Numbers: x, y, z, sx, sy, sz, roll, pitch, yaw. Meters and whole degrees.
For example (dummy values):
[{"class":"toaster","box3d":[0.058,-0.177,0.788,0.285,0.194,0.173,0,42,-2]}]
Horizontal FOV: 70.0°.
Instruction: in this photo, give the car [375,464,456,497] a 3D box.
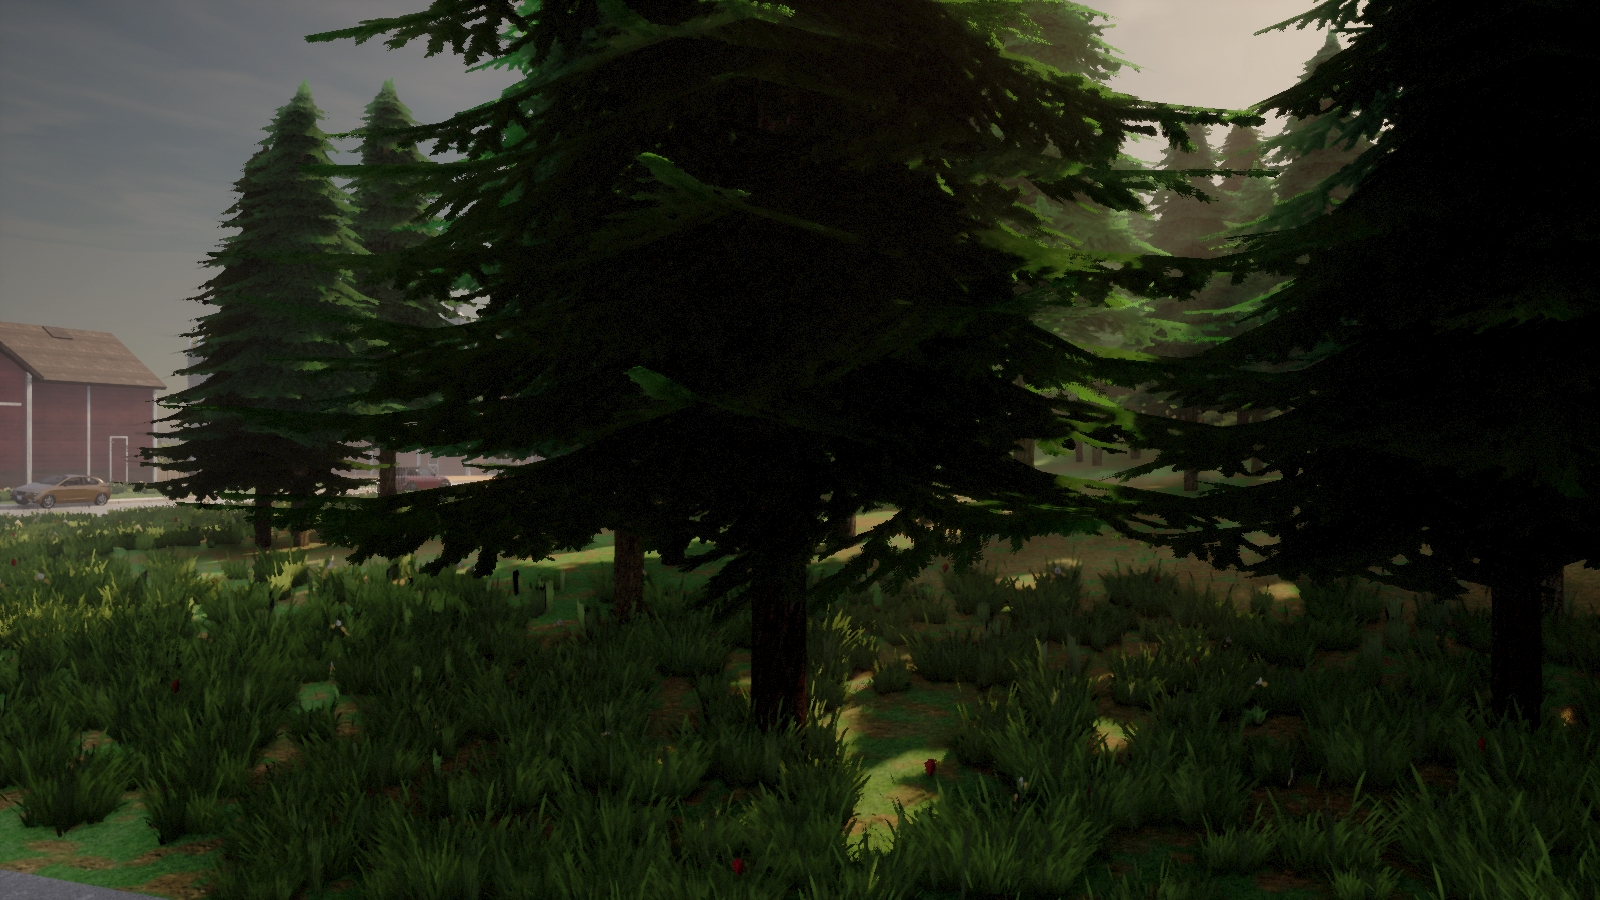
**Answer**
[{"class":"car","box3d":[-22.611,1.766,67.380,2.097,1.767,4.553,0,0,20]}]
